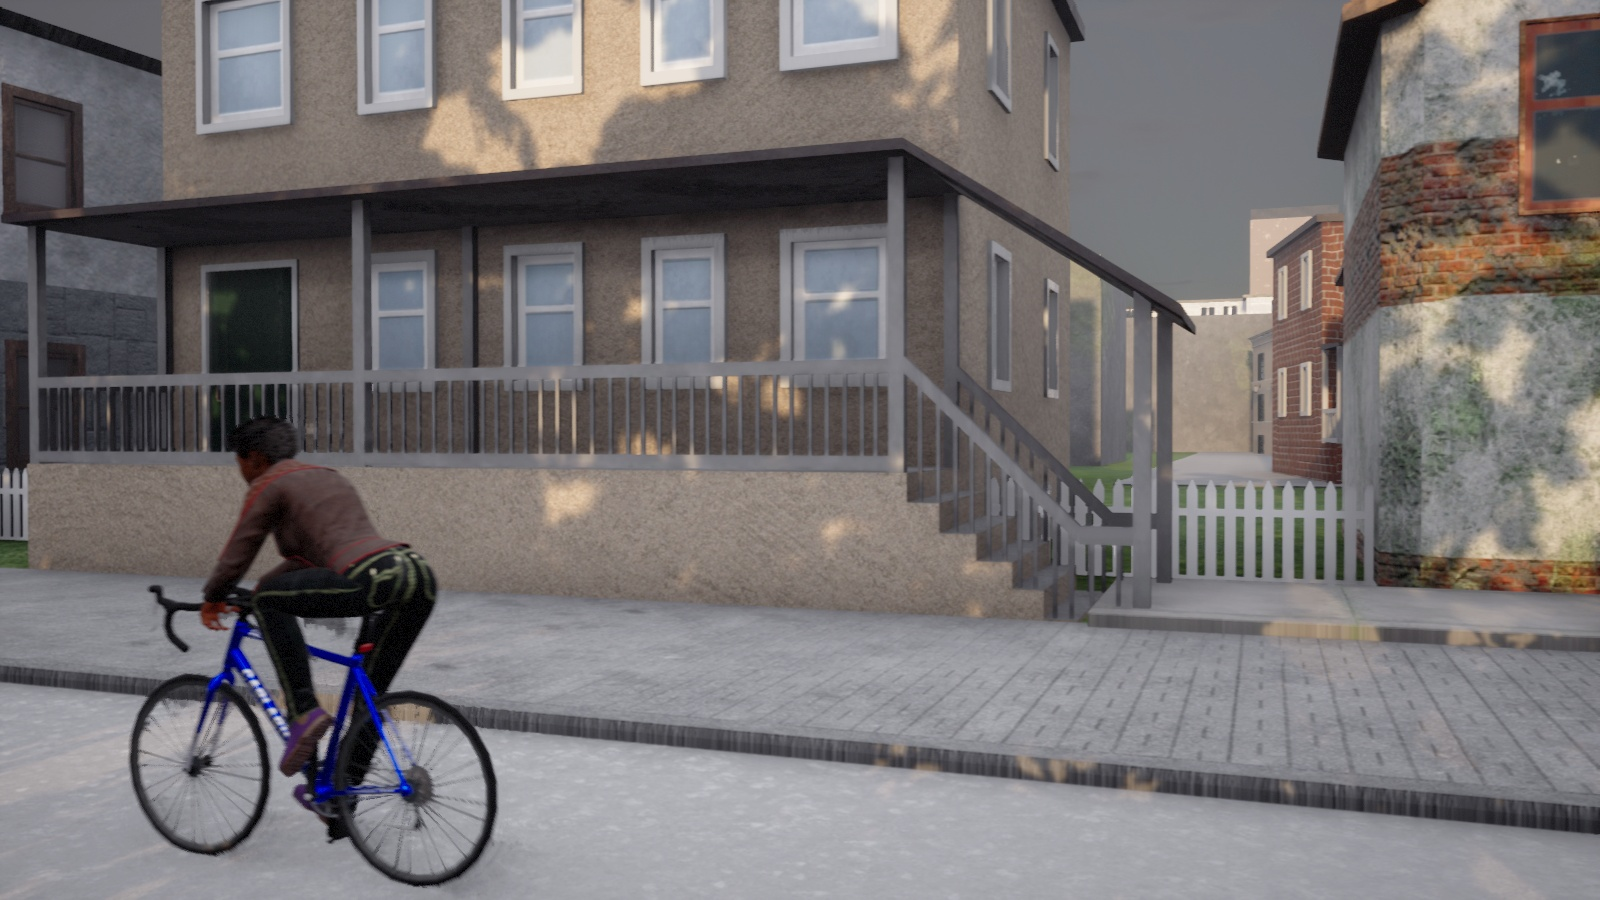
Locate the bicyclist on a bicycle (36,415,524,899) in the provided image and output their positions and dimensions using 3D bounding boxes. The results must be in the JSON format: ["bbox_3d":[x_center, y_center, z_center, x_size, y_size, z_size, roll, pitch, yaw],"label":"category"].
[{"bbox_3d":[-1.866,0.692,4.506,1.656,1.620,0.582,0,1,21],"label":"bicyclist on a bicycle"}]
